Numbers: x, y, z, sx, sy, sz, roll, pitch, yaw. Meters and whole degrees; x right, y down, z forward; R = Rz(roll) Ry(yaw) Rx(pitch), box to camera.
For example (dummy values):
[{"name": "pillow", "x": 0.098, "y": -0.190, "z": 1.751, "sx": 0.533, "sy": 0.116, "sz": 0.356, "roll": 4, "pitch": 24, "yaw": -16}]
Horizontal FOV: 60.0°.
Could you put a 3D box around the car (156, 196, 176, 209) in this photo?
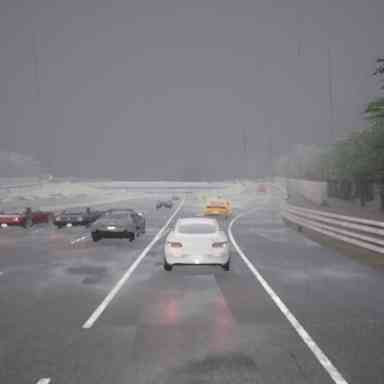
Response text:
[{"name": "car", "x": -3.492, "y": 1.505, "z": 43.142, "sx": 1.895, "sy": 1.301, "sz": 4.718, "roll": 0, "pitch": 0, "yaw": 0}]

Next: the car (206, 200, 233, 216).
[{"name": "car", "x": 2.418, "y": 1.434, "z": 29.021, "sx": 1.882, "sy": 1.535, "sz": 5.008, "roll": 1, "pitch": 0, "yaw": 13}]

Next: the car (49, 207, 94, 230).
[{"name": "car", "x": -6.872, "y": 1.554, "z": 20.868, "sx": 1.895, "sy": 1.301, "sz": 4.718, "roll": 0, "pitch": 0, "yaw": 0}]

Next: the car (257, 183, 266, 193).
[{"name": "car", "x": 17.681, "y": -0.754, "z": 84.356, "sx": 2.150, "sy": 2.045, "sz": 5.566, "roll": 0, "pitch": 3, "yaw": 11}]

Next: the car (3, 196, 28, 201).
[{"name": "car", "x": -28.069, "y": 1.420, "z": 52.874, "sx": 2.033, "sy": 1.411, "sz": 5.357, "roll": 0, "pitch": 0, "yaw": 0}]

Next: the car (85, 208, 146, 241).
[{"name": "car", "x": -3.477, "y": 1.527, "z": 16.384, "sx": 1.994, "sy": 1.385, "sz": 4.181, "roll": 0, "pitch": 0, "yaw": 0}]

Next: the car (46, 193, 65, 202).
[{"name": "car", "x": -28.141, "y": 1.095, "z": 68.728, "sx": 2.097, "sy": 1.767, "sz": 4.553, "roll": 0, "pitch": 1, "yaw": 0}]

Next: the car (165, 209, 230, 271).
[{"name": "car", "x": 0.178, "y": 1.501, "z": 10.758, "sx": 1.812, "sy": 1.442, "sz": 4.674, "roll": 0, "pitch": 0, "yaw": 1}]

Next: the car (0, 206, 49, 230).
[{"name": "car", "x": -10.372, "y": 1.554, "z": 20.696, "sx": 1.895, "sy": 1.301, "sz": 4.718, "roll": 0, "pitch": 0, "yaw": 0}]

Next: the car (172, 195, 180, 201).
[{"name": "car", "x": -3.701, "y": 1.277, "z": 75.624, "sx": 1.895, "sy": 1.301, "sz": 4.718, "roll": 0, "pitch": 1, "yaw": -1}]

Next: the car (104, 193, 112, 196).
[{"name": "car", "x": -21.298, "y": 1.105, "z": 84.647, "sx": 1.837, "sy": 1.490, "sz": 4.892, "roll": 0, "pitch": 0, "yaw": -1}]

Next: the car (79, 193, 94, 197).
[{"name": "car", "x": -21.141, "y": 1.264, "z": 68.812, "sx": 1.812, "sy": 1.442, "sz": 4.674, "roll": 0, "pitch": 1, "yaw": 0}]

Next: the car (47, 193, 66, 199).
[{"name": "car", "x": -21.095, "y": 1.398, "z": 52.986, "sx": 1.812, "sy": 1.442, "sz": 4.674, "roll": 0, "pitch": 0, "yaw": 0}]

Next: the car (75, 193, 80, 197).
[{"name": "car", "x": -28.297, "y": 1.104, "z": 84.531, "sx": 1.837, "sy": 1.490, "sz": 4.892, "roll": 0, "pitch": 0, "yaw": -1}]
